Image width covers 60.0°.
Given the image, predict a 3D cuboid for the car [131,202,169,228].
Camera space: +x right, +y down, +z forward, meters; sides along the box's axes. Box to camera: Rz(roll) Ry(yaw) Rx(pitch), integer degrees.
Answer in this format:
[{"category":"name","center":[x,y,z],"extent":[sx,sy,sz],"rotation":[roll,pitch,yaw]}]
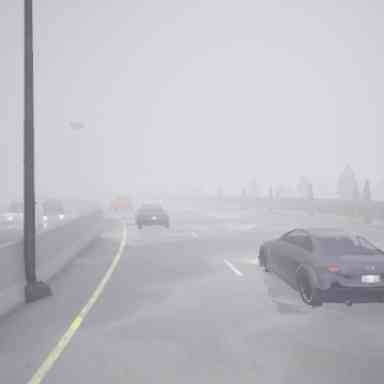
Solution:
[{"category":"car","center":[-2.668,1.494,21.603],"extent":[1.994,1.385,4.181],"rotation":[0,0,-12]}]

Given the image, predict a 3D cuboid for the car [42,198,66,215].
[{"category":"car","center":[-13.950,1.433,33.614],"extent":[1.837,1.490,4.892],"rotation":[0,0,-22]}]

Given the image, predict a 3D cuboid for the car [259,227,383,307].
[{"category":"car","center":[3.039,1.524,7.980],"extent":[1.994,1.385,4.181],"rotation":[0,0,-5]}]

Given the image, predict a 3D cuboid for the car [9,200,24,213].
[{"category":"car","center":[-19.272,1.535,37.196],"extent":[1.895,1.301,4.718],"rotation":[0,0,-25]}]

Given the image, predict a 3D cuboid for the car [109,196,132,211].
[{"category":"car","center":[-8.312,1.240,38.704],"extent":[2.097,1.767,4.553],"rotation":[0,0,-23]}]
